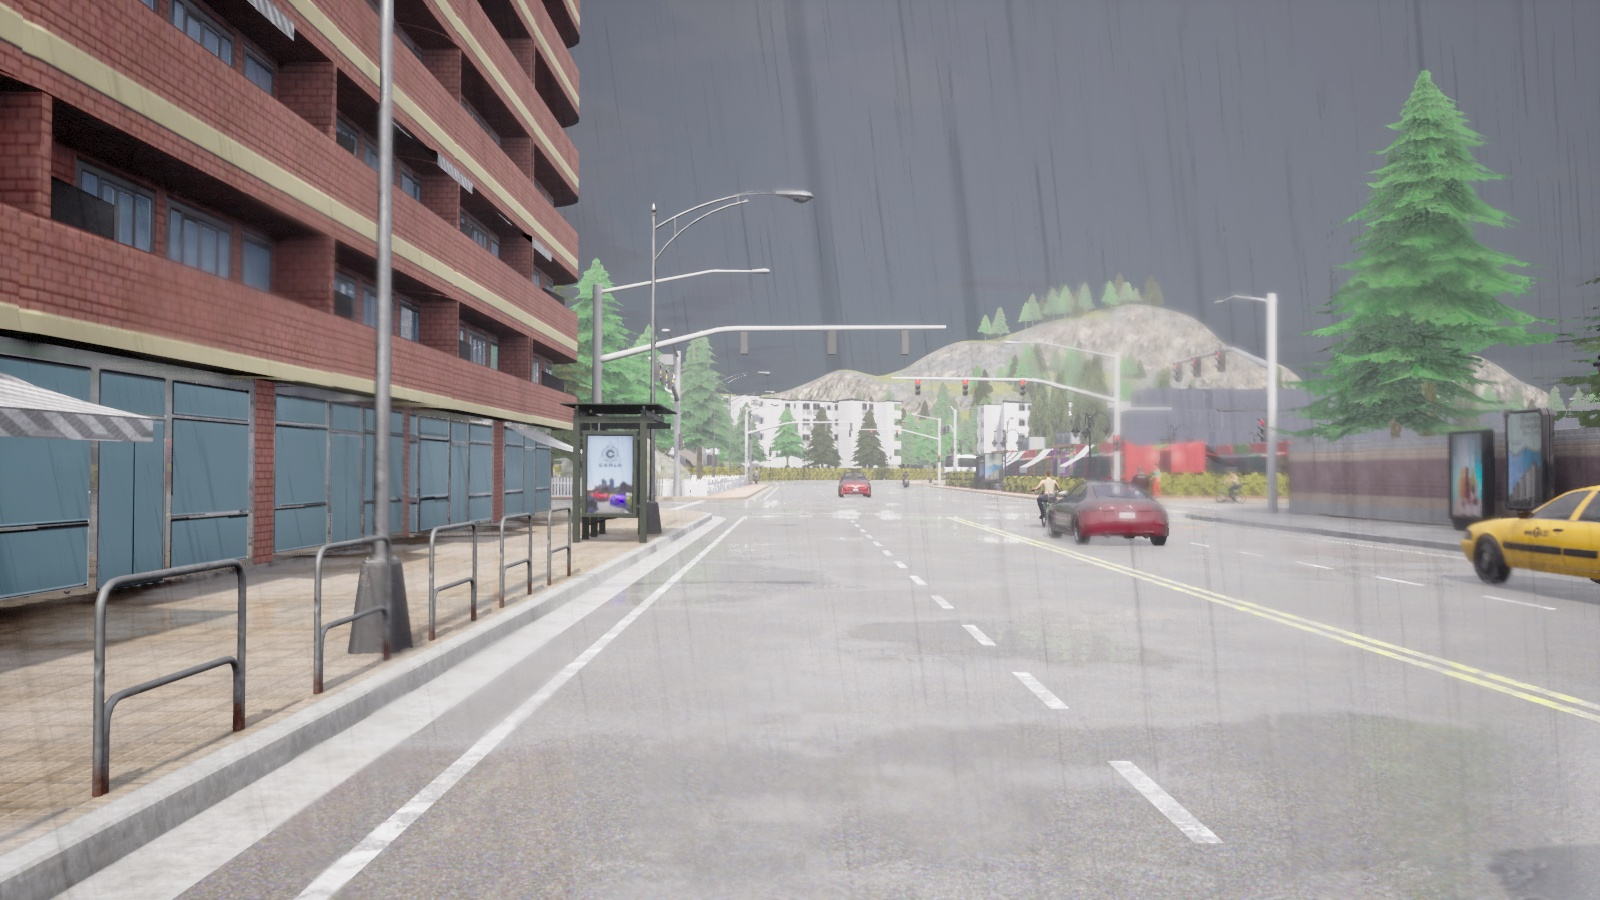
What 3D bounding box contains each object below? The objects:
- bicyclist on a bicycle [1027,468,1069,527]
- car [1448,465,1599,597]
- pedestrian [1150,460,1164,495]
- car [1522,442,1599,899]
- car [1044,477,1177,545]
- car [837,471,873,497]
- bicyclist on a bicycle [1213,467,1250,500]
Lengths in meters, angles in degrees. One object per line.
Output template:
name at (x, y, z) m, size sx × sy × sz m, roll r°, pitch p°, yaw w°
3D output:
bicyclist on a bicycle at (6.904, 1.310, 34.999) m, size 0.866 × 1.612 × 1.509 m, roll 0°, pitch -1°, yaw 0°
car at (10.458, 0.977, 15.808) m, size 1.801 × 1.575 × 5.366 m, roll 0°, pitch -1°, yaw 0°
pedestrian at (18.469, 1.427, 64.968) m, size 0.594 × 1.836 × 0.345 m, roll 0°, pitch -1°, yaw 3°
car at (3.494, 0.762, 1.855) m, size 2.033 × 1.649 × 4.856 m, roll 0°, pitch -1°, yaw 0°
car at (6.923, 1.328, 28.475) m, size 1.994 × 1.385 × 4.181 m, roll 0°, pitch -1°, yaw 0°
car at (3.301, 2.029, 76.449) m, size 2.007 × 1.525 × 4.514 m, roll 0°, pitch -1°, yaw 0°
bicyclist on a bicycle at (21.045, 1.638, 61.270) m, size 1.509 × 1.612 × 0.866 m, roll 0°, pitch -1°, yaw 0°
